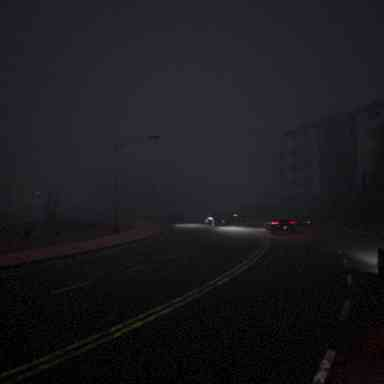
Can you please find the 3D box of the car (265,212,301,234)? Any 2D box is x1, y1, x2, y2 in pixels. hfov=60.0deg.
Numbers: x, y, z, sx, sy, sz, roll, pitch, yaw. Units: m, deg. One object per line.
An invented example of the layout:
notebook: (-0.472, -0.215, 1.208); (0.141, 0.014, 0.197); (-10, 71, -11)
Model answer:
car: (7.014, 2.482, 26.608); (1.812, 1.442, 4.674); (-1, -2, 5)

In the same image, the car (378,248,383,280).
car: (5.618, 1.833, 8.031); (1.895, 1.301, 4.718); (-2, -3, 27)

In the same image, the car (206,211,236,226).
car: (2.856, 2.962, 37.377); (2.128, 1.511, 4.902); (-1, -2, -11)

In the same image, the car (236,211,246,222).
car: (5.240, 3.133, 42.803); (2.128, 1.511, 4.902); (0, -3, -16)

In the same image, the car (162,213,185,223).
car: (-2.512, 3.467, 44.477); (1.895, 1.301, 4.718); (0, -2, -22)

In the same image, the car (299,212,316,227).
car: (10.547, 2.661, 32.693); (1.812, 1.442, 4.674); (-1, -2, -3)
